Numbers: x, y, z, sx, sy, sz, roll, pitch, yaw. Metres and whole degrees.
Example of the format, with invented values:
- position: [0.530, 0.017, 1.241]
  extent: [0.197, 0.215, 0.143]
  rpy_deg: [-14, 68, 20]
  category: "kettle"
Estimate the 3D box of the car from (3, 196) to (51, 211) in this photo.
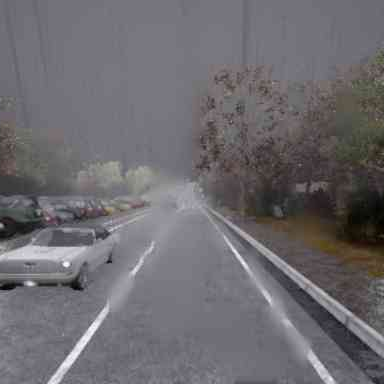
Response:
- position: [-23.348, 1.569, 47.311]
  extent: [5.566, 2.045, 2.435]
  rpy_deg: [0, -1, 0]
  category: "car"

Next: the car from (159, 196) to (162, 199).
- position: [-10.466, 2.333, 77.739]
  extent: [5.366, 1.575, 1.946]
  rpy_deg: [0, -1, 0]
  category: "car"

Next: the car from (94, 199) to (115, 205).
- position: [-23.349, 2.567, 88.719]
  extent: [5.008, 1.535, 2.097]
  rpy_deg: [0, -1, 0]
  category: "car"

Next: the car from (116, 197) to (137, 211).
- position: [-10.114, 1.749, 41.663]
  extent: [5.366, 1.575, 1.946]
  rpy_deg: [0, -1, 0]
  category: "car"

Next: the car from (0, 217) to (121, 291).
- position: [-3.350, 1.594, 9.091]
  extent: [1.895, 1.301, 4.718]
  rpy_deg: [0, 0, 0]
  category: "car"

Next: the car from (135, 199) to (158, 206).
- position: [-10.288, 2.278, 74.963]
  extent: [4.892, 1.521, 2.231]
  rpy_deg: [0, -1, 0]
  category: "car"

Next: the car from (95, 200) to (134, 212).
- position: [-10.269, 1.816, 44.439]
  extent: [4.792, 1.488, 2.163]
  rpy_deg: [0, -1, 0]
  category: "car"

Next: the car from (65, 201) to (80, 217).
- position: [-10.313, 1.549, 22.231]
  extent: [4.674, 1.452, 2.002]
  rpy_deg: [0, -1, 0]
  category: "car"

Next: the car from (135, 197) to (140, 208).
- position: [-10.268, 1.851, 47.215]
  extent: [4.792, 1.488, 2.163]
  rpy_deg: [0, -1, 0]
  category: "car"

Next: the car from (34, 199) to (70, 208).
- position: [-23.377, 1.924, 55.617]
  extent: [5.008, 1.535, 2.097]
  rpy_deg: [0, -1, 0]
  category: "car"

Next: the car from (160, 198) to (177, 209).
- position: [-3.372, 1.986, 51.485]
  extent: [1.895, 1.301, 4.718]
  rpy_deg: [0, -1, 0]
  category: "car"

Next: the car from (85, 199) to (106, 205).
- position: [-23.356, 2.433, 80.533]
  extent: [4.674, 1.452, 2.002]
  rpy_deg: [0, -1, 0]
  category: "car"

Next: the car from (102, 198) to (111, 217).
- position: [-10.275, 1.487, 30.561]
  extent: [4.553, 1.767, 2.185]
  rpy_deg: [0, -1, 0]
  category: "car"

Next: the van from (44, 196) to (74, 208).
- position: [-23.262, 1.736, 58.406]
  extent: [4.442, 1.987, 1.878]
  rpy_deg: [0, -1, 0]
  category: "van"

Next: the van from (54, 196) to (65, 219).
- position: [-10.195, 1.248, 19.459]
  extent: [4.442, 1.987, 1.878]
  rpy_deg: [0, -1, 0]
  category: "van"

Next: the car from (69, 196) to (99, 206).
- position: [-23.392, 1.966, 72.231]
  extent: [5.566, 2.045, 2.435]
  rpy_deg: [0, -1, 0]
  category: "car"

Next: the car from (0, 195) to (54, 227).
- position: [-10.342, 1.188, 16.683]
  extent: [5.566, 2.045, 2.435]
  rpy_deg: [0, -1, 0]
  category: "car"

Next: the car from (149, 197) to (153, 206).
- position: [-10.283, 2.004, 61.096]
  extent: [4.892, 1.521, 2.231]
  rpy_deg: [0, -1, 0]
  category: "car"

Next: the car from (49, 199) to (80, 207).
- position: [-23.398, 2.032, 61.154]
  extent: [4.792, 1.488, 2.163]
  rpy_deg: [0, -1, 0]
  category: "car"

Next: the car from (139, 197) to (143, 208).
- position: [-10.266, 1.885, 49.991]
  extent: [4.792, 1.488, 2.163]
  rpy_deg: [0, -1, 0]
  category: "car"

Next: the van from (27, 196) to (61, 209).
- position: [-23.490, 1.664, 52.850]
  extent: [4.442, 1.987, 1.878]
  rpy_deg: [0, -1, 0]
  category: "van"

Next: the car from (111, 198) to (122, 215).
- position: [-10.119, 1.645, 33.336]
  extent: [5.366, 1.575, 1.946]
  rpy_deg: [0, -1, 0]
  category: "car"

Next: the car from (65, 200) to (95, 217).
- position: [-10.303, 1.543, 25.008]
  extent: [5.008, 1.535, 2.097]
  rpy_deg: [0, -1, 0]
  category: "car"

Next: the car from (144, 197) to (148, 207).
- position: [-10.322, 1.955, 55.544]
  extent: [4.792, 1.488, 2.163]
  rpy_deg: [0, -1, 0]
  category: "car"

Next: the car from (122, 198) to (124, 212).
- position: [-10.297, 1.683, 36.112]
  extent: [4.892, 1.521, 2.231]
  rpy_deg: [0, -1, 0]
  category: "car"

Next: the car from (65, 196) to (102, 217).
- position: [-10.276, 1.453, 27.786]
  extent: [4.553, 1.767, 2.185]
  rpy_deg: [0, -1, 0]
  category: "car"

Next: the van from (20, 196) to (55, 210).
- position: [-23.258, 1.629, 50.080]
  extent: [4.442, 1.987, 1.878]
  rpy_deg: [0, -1, 0]
  category: "van"

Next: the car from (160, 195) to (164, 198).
- position: [-10.307, 2.144, 80.520]
  extent: [5.566, 2.045, 2.435]
  rpy_deg: [0, -1, 0]
  category: "car"

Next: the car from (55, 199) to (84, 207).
- position: [-23.397, 2.076, 63.793]
  extent: [4.792, 1.488, 2.163]
  rpy_deg: [0, -1, 0]
  category: "car"

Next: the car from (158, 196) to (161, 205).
- position: [-10.098, 2.215, 72.188]
  extent: [5.366, 1.575, 1.946]
  rpy_deg: [0, -1, 0]
  category: "car"

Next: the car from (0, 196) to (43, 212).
- position: [-23.350, 1.534, 44.541]
  extent: [5.566, 2.045, 2.435]
  rpy_deg: [0, -1, 0]
  category: "car"

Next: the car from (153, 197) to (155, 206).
- position: [-10.473, 2.047, 63.863]
  extent: [5.366, 1.575, 1.946]
  rpy_deg: [0, -1, 0]
  category: "car"

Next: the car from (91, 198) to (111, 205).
- position: [-23.387, 2.383, 85.951]
  extent: [4.553, 1.767, 2.185]
  rpy_deg: [0, -1, 0]
  category: "car"

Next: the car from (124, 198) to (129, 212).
- position: [-10.308, 1.718, 38.888]
  extent: [4.892, 1.521, 2.231]
  rpy_deg: [0, -1, 0]
  category: "car"

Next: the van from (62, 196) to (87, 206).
- position: [-23.483, 1.874, 66.568]
  extent: [4.442, 1.987, 1.878]
  rpy_deg: [0, -1, 0]
  category: "van"

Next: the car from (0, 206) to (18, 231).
- position: [-10.344, 1.464, 13.930]
  extent: [4.792, 1.488, 2.163]
  rpy_deg: [0, 0, 0]
  category: "car"

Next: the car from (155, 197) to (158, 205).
- position: [-10.101, 2.098, 66.515]
  extent: [5.366, 1.575, 1.946]
  rpy_deg: [0, -1, 0]
  category: "car"

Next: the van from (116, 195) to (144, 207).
- position: [-10.411, 1.665, 52.770]
  extent: [4.442, 1.987, 1.878]
  rpy_deg: [0, -1, 0]
  category: "van"
